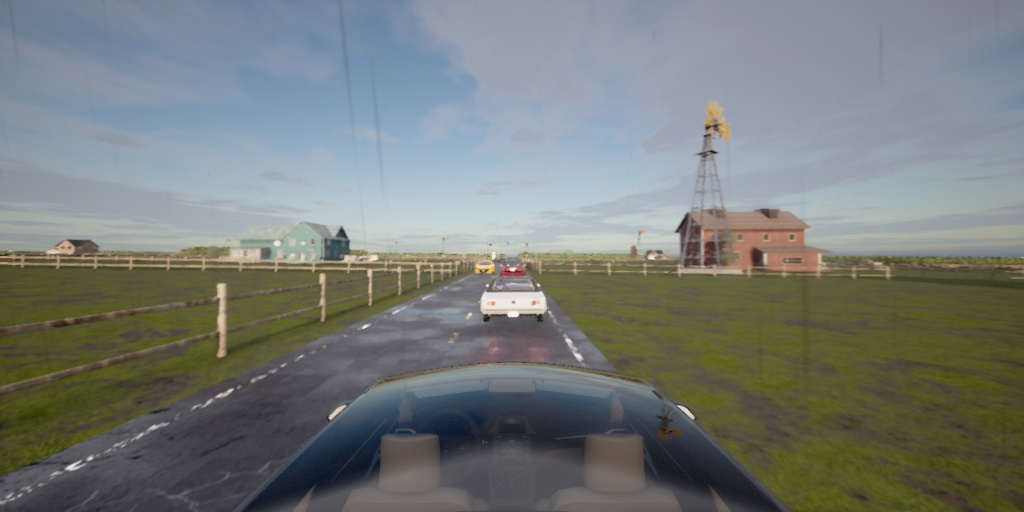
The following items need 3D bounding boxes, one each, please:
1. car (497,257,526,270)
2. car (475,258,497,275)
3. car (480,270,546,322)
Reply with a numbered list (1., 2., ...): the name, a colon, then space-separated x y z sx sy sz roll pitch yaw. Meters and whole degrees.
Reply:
1. car: 0.086 1.082 29.386 2.097 1.767 4.553 0 0 0
2. car: -2.834 1.222 38.280 1.882 1.535 5.008 0 0 0
3. car: 0.041 1.341 12.282 1.895 1.301 4.718 0 0 0
